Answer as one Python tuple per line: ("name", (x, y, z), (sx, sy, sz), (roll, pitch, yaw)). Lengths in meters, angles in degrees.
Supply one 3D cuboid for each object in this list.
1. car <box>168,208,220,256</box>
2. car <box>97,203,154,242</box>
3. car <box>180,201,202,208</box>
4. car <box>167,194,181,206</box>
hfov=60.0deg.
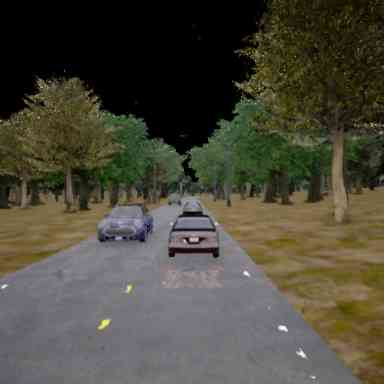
("car", (0.078, 1.577, 13.157), (2.033, 1.411, 5.357), (0, 0, 0))
("car", (-3.101, 1.389, 16.369), (2.097, 1.767, 4.553), (0, 0, 0))
("car", (0.098, 1.643, 33.767), (1.994, 1.385, 4.181), (0, 0, 0))
("car", (-3.042, 1.389, 58.583), (2.150, 2.045, 5.566), (0, 0, 1))
